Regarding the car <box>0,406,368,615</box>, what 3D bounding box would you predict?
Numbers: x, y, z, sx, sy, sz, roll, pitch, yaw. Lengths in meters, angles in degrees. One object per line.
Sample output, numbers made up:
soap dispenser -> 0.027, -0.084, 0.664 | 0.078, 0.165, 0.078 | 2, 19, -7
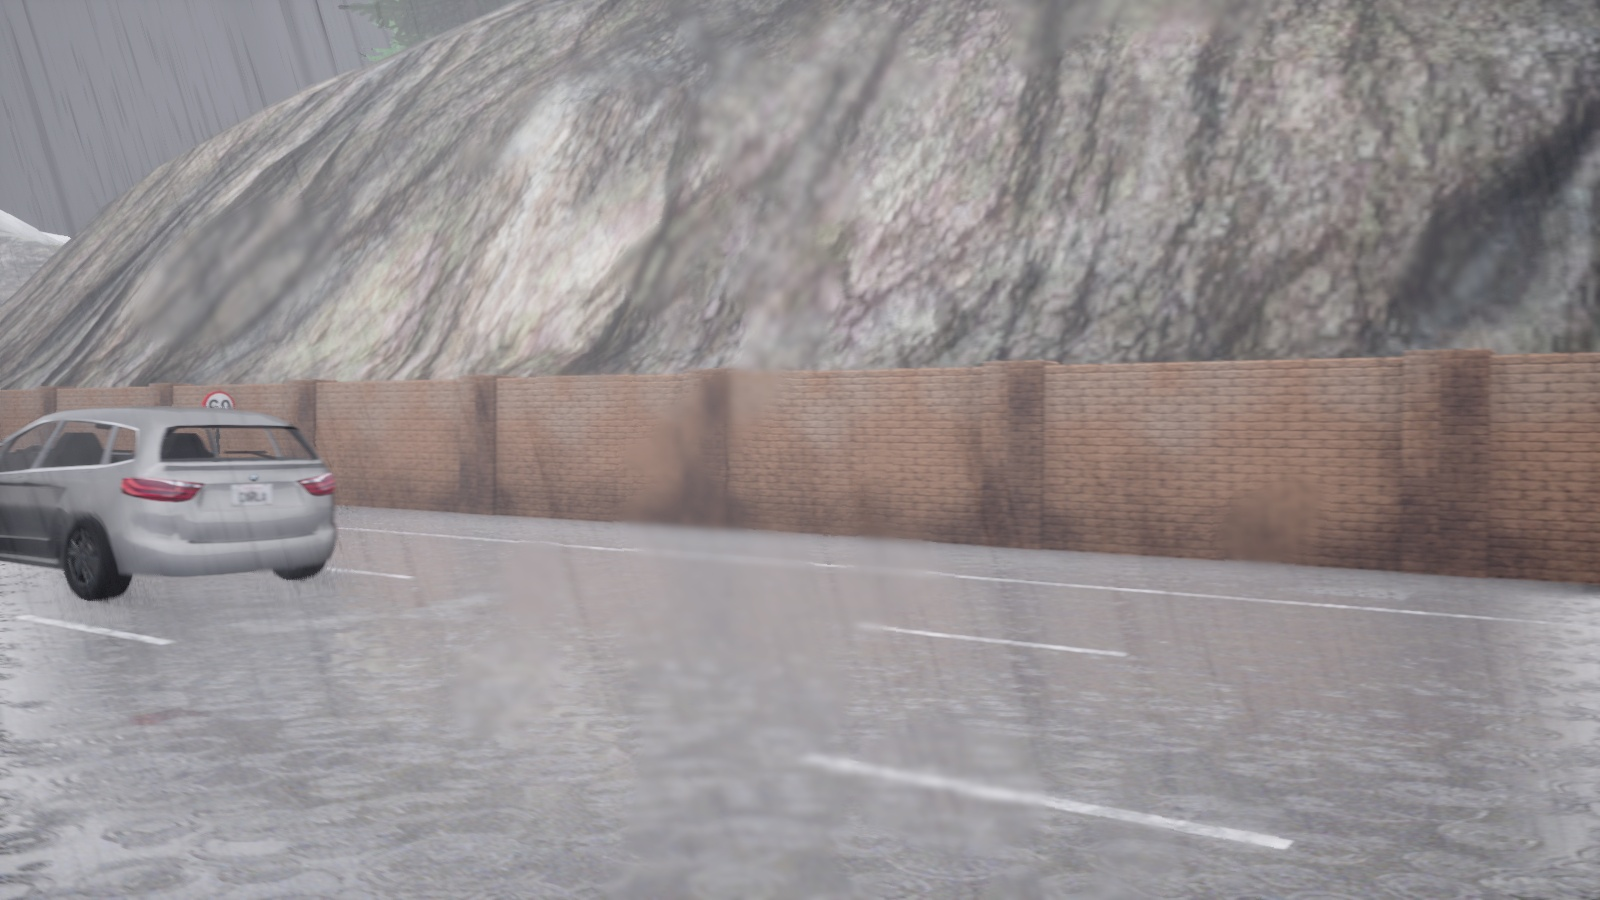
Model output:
car -> -6.640, 0.468, 12.232 | 4.611, 1.667, 2.242 | 0, 1, 34
